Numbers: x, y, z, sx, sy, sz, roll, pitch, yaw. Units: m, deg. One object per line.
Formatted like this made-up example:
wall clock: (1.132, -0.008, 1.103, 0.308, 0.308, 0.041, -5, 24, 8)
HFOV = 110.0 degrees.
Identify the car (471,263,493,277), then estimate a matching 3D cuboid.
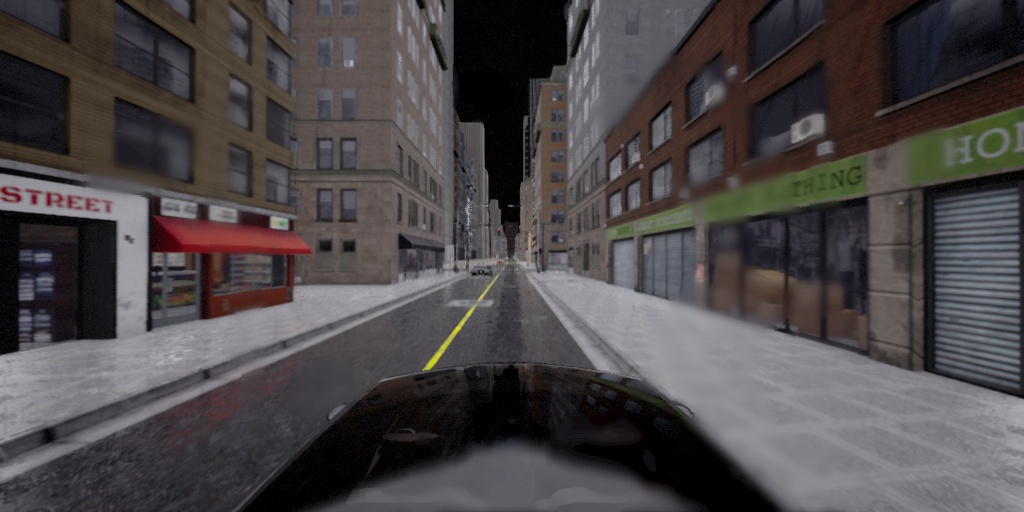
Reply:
car: (-3.028, 1.396, 37.193, 1.994, 1.385, 4.181, 0, 0, 0)
